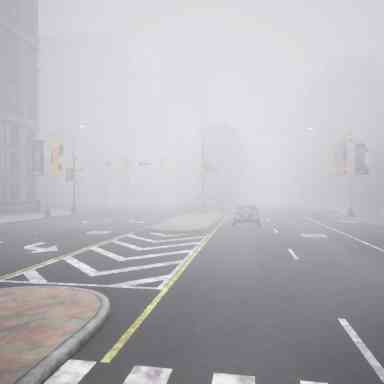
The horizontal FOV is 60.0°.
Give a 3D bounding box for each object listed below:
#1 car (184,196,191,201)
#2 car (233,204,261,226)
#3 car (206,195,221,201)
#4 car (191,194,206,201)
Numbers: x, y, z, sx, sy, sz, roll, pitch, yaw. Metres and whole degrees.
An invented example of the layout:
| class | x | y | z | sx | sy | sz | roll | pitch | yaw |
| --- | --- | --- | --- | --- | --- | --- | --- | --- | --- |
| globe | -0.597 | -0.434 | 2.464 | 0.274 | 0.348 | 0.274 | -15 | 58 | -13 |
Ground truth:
| class | x | y | z | sx | sy | sz | roll | pitch | yaw |
| --- | --- | --- | --- | --- | --- | --- | --- | --- | --- |
| car | -0.923 | 1.595 | 85.445 | 1.895 | 1.301 | 4.718 | 0 | 0 | 9 |
| car | 3.811 | 1.546 | 23.211 | 2.033 | 1.411 | 5.357 | 0 | 0 | 10 |
| car | 5.324 | 1.525 | 81.859 | 2.128 | 1.511 | 4.902 | 0 | 0 | 9 |
| car | 1.874 | 1.355 | 82.447 | 2.097 | 1.767 | 4.553 | 0 | 0 | 9 |
